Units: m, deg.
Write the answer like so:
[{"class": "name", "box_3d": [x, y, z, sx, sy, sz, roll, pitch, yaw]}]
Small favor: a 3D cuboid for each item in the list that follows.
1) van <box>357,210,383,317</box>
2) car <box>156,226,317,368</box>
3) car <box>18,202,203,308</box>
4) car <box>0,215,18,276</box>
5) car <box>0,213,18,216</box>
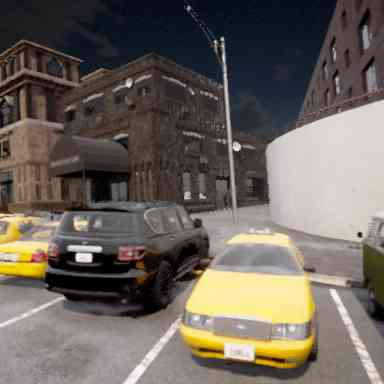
[{"class": "van", "box_3d": [3.778, 1.275, 4.869, 1.878, 1.987, 4.442, 0, -1, 16]}, {"class": "car", "box_3d": [1.260, 1.495, 6.315, 1.946, 1.575, 5.366, 0, -1, 16]}, {"class": "car", "box_3d": [-1.117, 1.257, 8.266, 2.435, 2.045, 5.566, 0, -1, 16]}, {"class": "car", "box_3d": [-3.504, 1.520, 10.159, 1.946, 1.575, 5.366, 0, -1, 16]}, {"class": "car", "box_3d": [-5.935, 1.540, 11.903, 1.946, 1.575, 5.366, 0, -1, 16]}]
